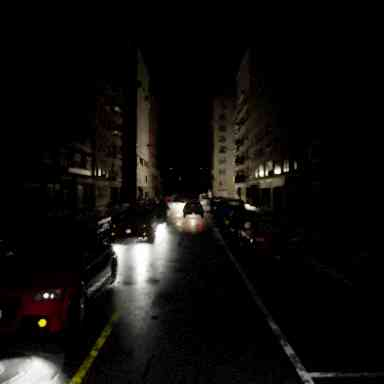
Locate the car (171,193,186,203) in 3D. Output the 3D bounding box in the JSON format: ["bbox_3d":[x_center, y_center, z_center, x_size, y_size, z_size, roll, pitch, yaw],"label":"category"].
[{"bbox_3d":[-2.737,1.411,66.664,2.097,1.767,4.553,0,0,0],"label":"car"}]

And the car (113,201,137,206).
[{"bbox_3d":[-5.379,1.557,23.109,2.008,1.369,4.403,0,0,0],"label":"car"}]

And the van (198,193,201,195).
[{"bbox_3d":[2.666,1.404,72.704,1.690,1.788,3.998,0,0,0],"label":"van"}]

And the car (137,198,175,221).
[{"bbox_3d":[-2.792,1.501,26.971,2.128,1.511,4.902,0,0,0],"label":"car"}]

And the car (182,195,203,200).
[{"bbox_3d":[0.082,1.524,46.117,2.128,1.511,4.902,0,0,0],"label":"car"}]

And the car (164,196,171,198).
[{"bbox_3d":[-5.364,1.632,61.686,1.802,1.307,4.206,0,0,0],"label":"car"}]

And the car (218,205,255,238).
[{"bbox_3d":[2.644,1.569,17.596,1.947,1.339,4.313,0,0,0],"label":"car"}]

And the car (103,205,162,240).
[{"bbox_3d":[-2.839,1.567,16.891,1.994,1.385,4.181,0,0,0],"label":"car"}]

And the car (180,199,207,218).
[{"bbox_3d":[0.117,1.614,30.735,1.895,1.301,4.718,0,0,0],"label":"car"}]

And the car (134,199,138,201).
[{"bbox_3d":[-5.375,1.457,34.131,1.967,1.590,4.097,0,0,0],"label":"car"}]

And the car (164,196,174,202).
[{"bbox_3d":[-5.357,1.635,78.219,1.947,1.339,4.313,0,0,0],"label":"car"}]

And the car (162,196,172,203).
[{"bbox_3d":[-5.359,1.608,72.708,1.887,1.381,4.507,0,0,0],"label":"car"}]

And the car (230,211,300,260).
[{"bbox_3d":[2.642,1.583,12.086,1.802,1.307,4.206,0,0,0],"label":"car"}]

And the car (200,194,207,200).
[{"bbox_3d":[2.248,1.568,55.032,1.812,1.442,4.674,0,0,0],"label":"car"}]

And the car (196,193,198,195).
[{"bbox_3d":[2.668,1.383,78.216,2.192,1.841,5.009,0,0,0],"label":"car"}]

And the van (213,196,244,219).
[{"bbox_3d":[2.646,1.347,23.107,1.690,1.788,3.998,0,0,0],"label":"van"}]

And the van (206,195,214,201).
[{"bbox_3d":[2.650,1.357,34.128,1.690,1.788,3.998,0,0,0],"label":"van"}]

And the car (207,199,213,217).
[{"bbox_3d":[2.648,1.561,28.617,2.008,1.369,4.403,0,0,0],"label":"car"}]

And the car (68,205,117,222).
[{"bbox_3d":[-5.381,1.585,17.599,1.802,1.307,4.206,0,0,0],"label":"car"}]

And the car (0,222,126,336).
[{"bbox_3d":[-2.843,1.565,6.753,1.994,1.385,4.181,0,0,0],"label":"car"}]
